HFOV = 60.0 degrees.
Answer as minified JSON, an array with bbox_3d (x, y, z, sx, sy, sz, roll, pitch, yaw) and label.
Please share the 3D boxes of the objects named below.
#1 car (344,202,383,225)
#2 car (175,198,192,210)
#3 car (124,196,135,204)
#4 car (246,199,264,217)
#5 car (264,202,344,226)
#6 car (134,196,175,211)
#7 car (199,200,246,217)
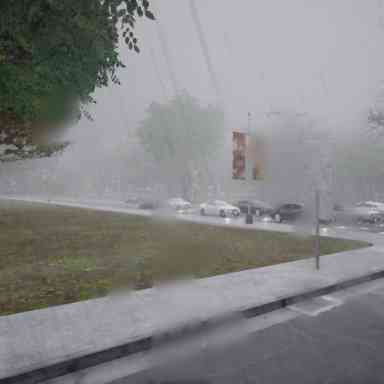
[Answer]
[{"bbox_3d":[11.154,1.589,24.284,1.895,1.301,4.718,0,0,-35],"label":"car"},{"bbox_3d":[-1.945,1.497,42.708,1.812,1.442,4.674,0,0,-37],"label":"car"},{"bbox_3d":[-10.760,1.487,61.008,1.812,1.442,4.674,0,0,-35],"label":"car"},{"bbox_3d":[5.822,1.484,31.774,1.837,1.490,4.892,0,0,-35],"label":"car"},{"bbox_3d":[7.733,1.495,23.485,1.837,1.490,4.892,0,0,-35],"label":"car"},{"bbox_3d":[-4.719,1.521,40.990,2.033,1.411,5.357,0,0,-35],"label":"car"},{"bbox_3d":[2.465,1.508,30.860,1.812,1.442,4.674,0,0,-35],"label":"car"}]
